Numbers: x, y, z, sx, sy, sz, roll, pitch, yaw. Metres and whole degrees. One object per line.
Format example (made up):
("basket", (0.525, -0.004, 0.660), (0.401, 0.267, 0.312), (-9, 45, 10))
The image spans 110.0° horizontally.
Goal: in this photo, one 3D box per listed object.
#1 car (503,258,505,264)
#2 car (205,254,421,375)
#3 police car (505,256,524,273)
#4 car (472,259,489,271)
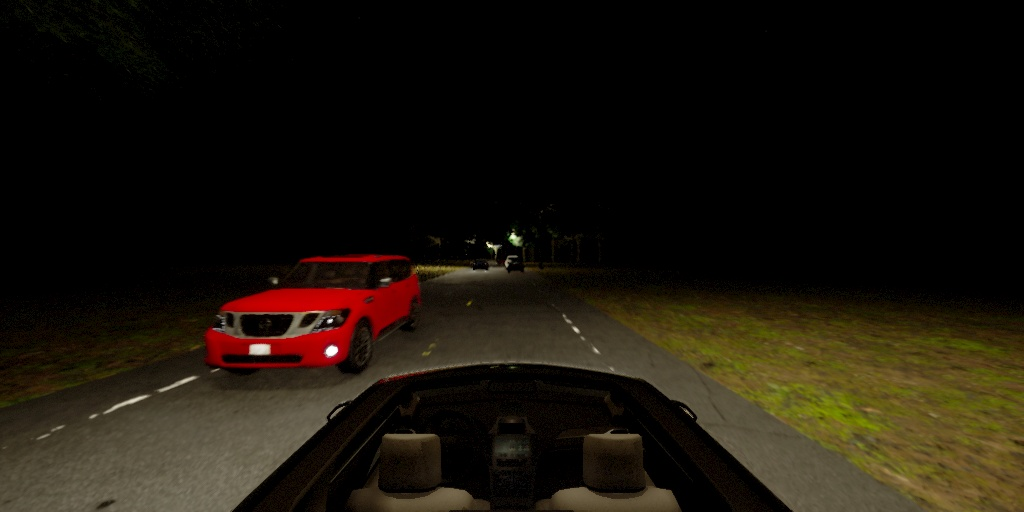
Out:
("car", (0.124, 1.018, 53.871), (2.150, 2.045, 5.566), (0, 0, -2))
("car", (-3.608, 0.978, 7.883), (2.150, 2.045, 5.566), (0, 0, 0))
("police car", (0.448, 1.199, 43.930), (1.930, 1.638, 5.238), (0, 0, -2))
("car", (-4.336, 1.144, 49.629), (2.097, 1.767, 4.553), (0, 0, -1))
